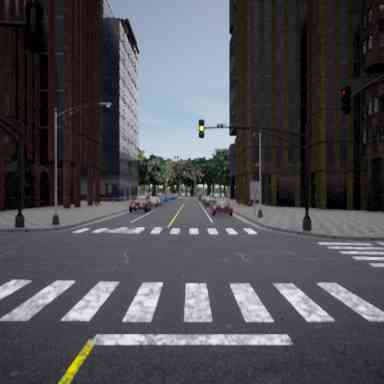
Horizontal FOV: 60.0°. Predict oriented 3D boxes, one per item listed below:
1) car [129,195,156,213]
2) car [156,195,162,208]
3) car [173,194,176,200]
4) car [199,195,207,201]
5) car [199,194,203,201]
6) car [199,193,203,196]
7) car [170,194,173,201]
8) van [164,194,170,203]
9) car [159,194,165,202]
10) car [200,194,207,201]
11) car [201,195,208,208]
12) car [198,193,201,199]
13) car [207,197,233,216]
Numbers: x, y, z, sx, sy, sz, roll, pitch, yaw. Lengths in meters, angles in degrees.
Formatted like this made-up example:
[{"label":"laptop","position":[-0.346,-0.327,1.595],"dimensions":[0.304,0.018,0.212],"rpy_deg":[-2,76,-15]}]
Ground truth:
[{"label":"car","position":[-5.766,1.290,37.381],"dimensions":[2.192,1.841,5.009],"rpy_deg":[0,0,0]},{"label":"car","position":[-5.766,1.552,48.256],"dimensions":[1.802,1.307,4.206],"rpy_deg":[0,0,0]},{"label":"car","position":[-5.769,1.526,86.319],"dimensions":[1.947,1.339,4.313],"rpy_deg":[0,0,0]},{"label":"car","position":[2.756,1.511,86.319],"dimensions":[2.008,1.369,4.403],"rpy_deg":[0,0,0]},{"label":"car","position":[2.758,1.511,59.132],"dimensions":[1.887,1.381,4.507],"rpy_deg":[0,0,0]},{"label":"car","position":[2.758,1.489,64.739],"dimensions":[1.752,1.417,4.829],"rpy_deg":[0,0,0]},{"label":"car","position":[-5.768,1.513,70.006],"dimensions":[2.008,1.369,4.403],"rpy_deg":[0,0,0]},{"label":"van","position":[-5.768,1.305,64.569],"dimensions":[1.690,1.788,3.998],"rpy_deg":[0,0,0]},{"label":"car","position":[-5.767,1.493,53.524],"dimensions":[1.752,1.417,4.829],"rpy_deg":[0,0,0]},{"label":"car","position":[2.758,1.512,53.694],"dimensions":[1.887,1.381,4.507],"rpy_deg":[0,0,0]},{"label":"car","position":[2.759,1.521,48.256],"dimensions":[2.008,1.369,4.403],"rpy_deg":[0,0,0]},{"label":"car","position":[2.757,1.487,75.614],"dimensions":[1.752,1.417,4.829],"rpy_deg":[0,0,0]},{"label":"car","position":[2.760,1.418,31.944],"dimensions":[1.967,1.590,4.097],"rpy_deg":[0,0,0]}]
